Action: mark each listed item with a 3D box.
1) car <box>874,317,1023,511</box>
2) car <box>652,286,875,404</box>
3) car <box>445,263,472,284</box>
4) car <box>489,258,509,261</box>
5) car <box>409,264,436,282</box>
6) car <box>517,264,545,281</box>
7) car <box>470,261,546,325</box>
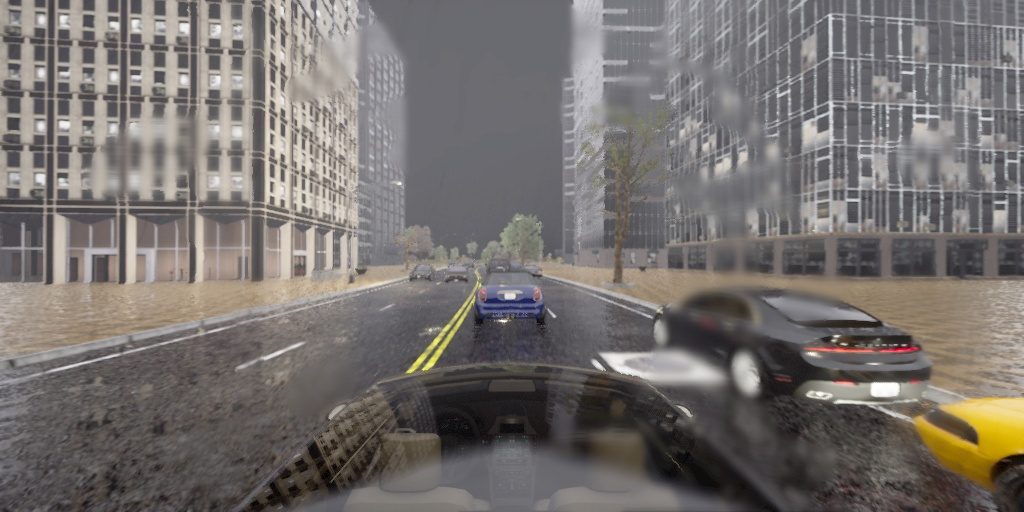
[{"bbox_3d":[4.230,1.193,0.586,1.801,1.575,5.366,0,0,0],"label":"car"},{"bbox_3d":[4.194,1.289,6.490,1.837,1.490,4.892,0,0,-1],"label":"car"},{"bbox_3d":[-4.539,1.537,30.511,2.033,1.411,5.357,0,0,-5],"label":"car"},{"bbox_3d":[-1.236,1.221,32.173,2.150,2.045,5.566,0,0,-5],"label":"car"},{"bbox_3d":[-7.947,1.512,32.143,1.837,1.490,4.892,0,0,-5],"label":"car"},{"bbox_3d":[1.748,1.570,35.373,2.033,1.411,5.357,0,-1,-5],"label":"car"},{"bbox_3d":[-0.109,1.186,12.336,2.097,1.767,4.553,0,0,-1],"label":"car"}]
